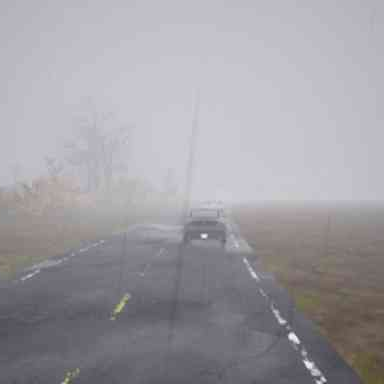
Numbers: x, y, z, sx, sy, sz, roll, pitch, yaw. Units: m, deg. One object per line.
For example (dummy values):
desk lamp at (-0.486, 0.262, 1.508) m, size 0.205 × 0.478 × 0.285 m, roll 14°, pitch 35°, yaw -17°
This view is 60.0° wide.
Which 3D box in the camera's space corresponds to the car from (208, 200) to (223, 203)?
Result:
car at (2.528, 1.563, 35.905) m, size 1.895 × 1.301 × 4.718 m, roll 0°, pitch 0°, yaw 7°

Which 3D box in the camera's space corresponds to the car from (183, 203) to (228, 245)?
car at (0.629, 1.492, 15.611) m, size 1.837 × 1.490 × 4.892 m, roll 0°, pitch 0°, yaw 3°
